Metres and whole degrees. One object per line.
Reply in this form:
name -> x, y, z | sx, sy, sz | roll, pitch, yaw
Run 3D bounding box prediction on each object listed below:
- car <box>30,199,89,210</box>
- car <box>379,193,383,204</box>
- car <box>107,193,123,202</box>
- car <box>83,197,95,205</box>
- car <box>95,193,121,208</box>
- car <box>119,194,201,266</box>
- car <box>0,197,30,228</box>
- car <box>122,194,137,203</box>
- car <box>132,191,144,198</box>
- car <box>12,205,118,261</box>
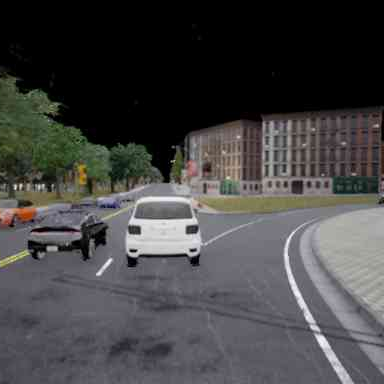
car -> -8.352, 1.413, 21.447 | 1.837, 1.490, 4.892 | 0, 0, -4
car -> 26.455, 0.715, 43.472 | 4.553, 1.767, 2.097 | -2, 3, -34
car -> -14.307, 1.013, 61.822 | 2.128, 1.511, 4.902 | 0, 1, -4
car -> -13.044, 1.310, 42.558 | 2.033, 1.411, 5.357 | 0, 0, -4
car -> -9.556, 1.281, 39.007 | 1.882, 1.535, 5.008 | 0, 1, -4
car -> -0.948, 1.174, 11.531 | 2.150, 2.045, 5.566 | 0, 0, -4
car -> -11.585, 1.255, 21.110 | 2.097, 1.767, 4.553 | 0, 0, -4
car -> -10.795, 1.152, 57.674 | 1.994, 1.385, 4.181 | 0, 1, -3
car -> -11.810, 0.508, 72.831 | 2.128, 1.511, 4.902 | 0, 1, -4
car -> -4.251, 1.438, 12.133 | 2.128, 1.511, 4.902 | 0, 0, -4
